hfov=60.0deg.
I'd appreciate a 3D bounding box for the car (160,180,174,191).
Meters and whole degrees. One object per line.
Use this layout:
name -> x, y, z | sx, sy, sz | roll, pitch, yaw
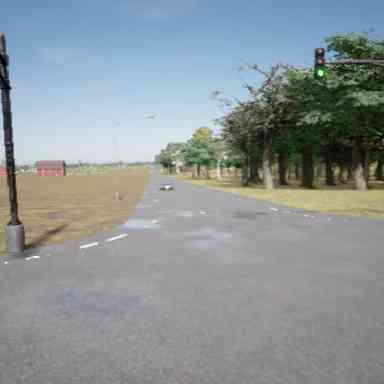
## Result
car -> -3.726, -0.971, 48.835 | 2.128, 1.511, 4.902 | -2, 4, -7
